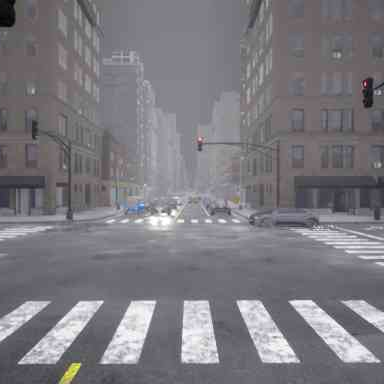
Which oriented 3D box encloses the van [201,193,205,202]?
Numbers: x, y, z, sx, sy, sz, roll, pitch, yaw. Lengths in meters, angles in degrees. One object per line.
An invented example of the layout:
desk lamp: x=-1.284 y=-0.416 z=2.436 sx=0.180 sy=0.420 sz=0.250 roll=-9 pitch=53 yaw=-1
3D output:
van: x=2.838 y=1.340 z=56.066 sx=1.690 sy=1.788 sz=3.998 roll=0 pitch=0 yaw=0

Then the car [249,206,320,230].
car: x=5.696 y=1.565 z=20.682 sx=4.181 sy=1.385 sz=1.994 roll=0 pitch=0 yaw=0

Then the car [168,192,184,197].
car: x=-2.914 y=1.217 z=56.235 sx=2.150 sy=2.045 sz=5.566 roll=0 pitch=0 yaw=0

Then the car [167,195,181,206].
car: x=-2.966 y=1.491 z=43.800 sx=2.128 sy=1.511 sz=4.902 roll=0 pitch=0 yaw=0

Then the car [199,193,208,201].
car: x=2.926 y=1.303 z=84.412 sx=2.192 sy=1.841 sz=5.009 roll=0 pitch=0 yaw=0

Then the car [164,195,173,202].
car: x=-5.617 y=1.516 z=78.590 sx=1.752 sy=1.417 sz=4.829 roll=0 pitch=0 yaw=0

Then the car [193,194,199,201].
car: x=1.062 y=1.442 z=89.580 sx=1.801 sy=1.575 sz=5.366 roll=0 pitch=0 yaw=0

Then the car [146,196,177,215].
car: x=-3.003 y=1.491 z=33.555 sx=2.128 sy=1.511 sz=4.902 roll=0 pitch=0 yaw=0

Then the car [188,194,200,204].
car: x=0.193 y=1.598 z=62.987 sx=1.895 sy=1.301 sz=4.718 roll=0 pitch=0 yaw=0

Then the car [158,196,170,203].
car: x=-5.652 y=1.562 z=67.423 sx=1.947 sy=1.339 sz=4.313 roll=0 pitch=0 yaw=0

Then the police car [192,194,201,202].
police car: x=1.040 y=1.416 z=79.485 sx=1.930 sy=1.638 sz=5.238 roll=0 pitch=0 yaw=-1

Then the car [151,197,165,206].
car: x=-5.687 y=1.565 z=56.087 sx=1.947 sy=1.339 sz=4.313 roll=0 pitch=0 yaw=0

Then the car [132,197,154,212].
car: x=-5.740 y=1.440 z=39.082 sx=1.967 sy=1.590 sz=4.097 roll=0 pitch=0 yaw=0

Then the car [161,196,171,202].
car: x=-5.634 y=1.538 z=73.091 sx=1.887 sy=1.381 sz=4.507 roll=0 pitch=0 yaw=0

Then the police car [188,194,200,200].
police car: x=0.567 y=1.408 z=95.408 sx=1.930 sy=1.638 sz=5.238 roll=0 pitch=0 yaw=-16

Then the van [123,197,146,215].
van: x=-5.758 y=1.341 z=33.413 sx=1.690 sy=1.788 sz=3.998 roll=0 pitch=0 yaw=0

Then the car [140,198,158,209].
car: x=-5.722 y=1.566 z=44.750 sx=1.947 sy=1.339 sz=4.313 roll=0 pitch=0 yaw=0

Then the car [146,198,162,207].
car: x=-5.705 y=1.581 z=50.418 sx=1.802 sy=1.307 sz=4.206 roll=0 pitch=0 yaw=0

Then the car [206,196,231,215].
car: x=2.768 y=1.440 z=33.389 sx=1.967 sy=1.590 sz=4.097 roll=0 pitch=0 yaw=0

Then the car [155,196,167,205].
car: x=-5.670 y=1.523 z=61.585 sx=1.752 sy=1.417 sz=4.829 roll=0 pitch=0 yaw=0

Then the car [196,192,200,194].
car: x=0.224 y=1.286 z=72.961 sx=1.882 sy=1.535 sz=5.008 roll=0 pitch=0 yaw=0

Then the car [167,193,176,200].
car: x=-5.582 y=1.300 z=90.096 sx=2.192 sy=1.841 sz=5.009 roll=0 pitch=0 yaw=0

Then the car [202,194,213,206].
car: x=2.803 y=1.440 z=44.727 sx=1.967 sy=1.590 sz=4.097 roll=0 pitch=0 yaw=0

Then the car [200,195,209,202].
car: x=2.909 y=1.431 z=78.743 sx=1.967 sy=1.590 sz=4.097 roll=0 pitch=0 yaw=0

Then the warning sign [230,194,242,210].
warning sign: x=5.188 y=1.115 z=39.376 sx=1.300 sy=1.860 sz=1.060 roll=0 pitch=0 yaw=0
